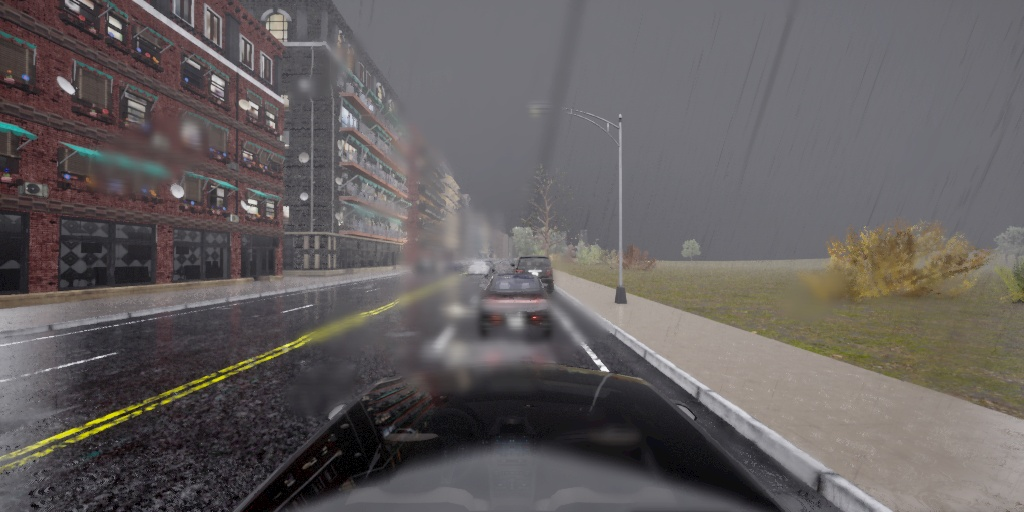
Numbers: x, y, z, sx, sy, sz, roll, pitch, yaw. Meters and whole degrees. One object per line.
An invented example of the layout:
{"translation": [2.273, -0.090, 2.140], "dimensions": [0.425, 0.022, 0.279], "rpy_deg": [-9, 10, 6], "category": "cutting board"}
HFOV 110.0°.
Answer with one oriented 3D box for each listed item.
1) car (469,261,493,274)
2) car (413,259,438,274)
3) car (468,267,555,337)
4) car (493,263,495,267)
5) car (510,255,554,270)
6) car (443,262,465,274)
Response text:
{"translation": [-3.172, 1.278, 35.449], "dimensions": [1.812, 1.442, 4.674], "rpy_deg": [0, 0, 0], "category": "car"}
{"translation": [-9.876, 1.103, 41.162], "dimensions": [2.097, 1.767, 4.553], "rpy_deg": [0, 0, 0], "category": "car"}
{"translation": [0.095, 1.243, 10.338], "dimensions": [2.128, 1.511, 4.902], "rpy_deg": [0, 0, 0], "category": "car"}
{"translation": [-3.177, 1.315, 45.336], "dimensions": [1.994, 1.385, 4.181], "rpy_deg": [0, 0, 0], "category": "car"}
{"translation": [1.126, 0.977, 20.208], "dimensions": [2.150, 2.045, 5.566], "rpy_deg": [0, 0, 0], "category": "car"}
{"translation": [-6.627, 1.352, 40.899], "dimensions": [1.895, 1.301, 4.718], "rpy_deg": [0, 0, 0], "category": "car"}
